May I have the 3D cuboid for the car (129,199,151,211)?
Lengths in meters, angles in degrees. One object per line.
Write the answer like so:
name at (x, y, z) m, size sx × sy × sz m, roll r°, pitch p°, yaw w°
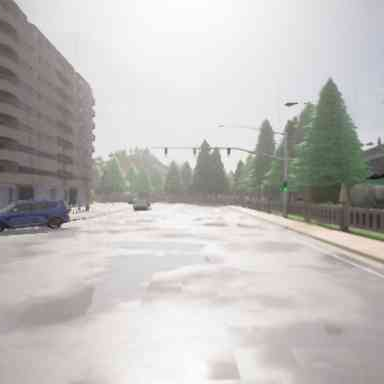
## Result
car at (-6.919, 1.904, 46.274) m, size 1.882 × 1.535 × 5.008 m, roll 0°, pitch 1°, yaw 2°

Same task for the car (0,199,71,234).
car at (-10.656, 1.549, 21.280) m, size 5.566 × 2.045 × 2.150 m, roll -2°, pitch 1°, yaw -41°
